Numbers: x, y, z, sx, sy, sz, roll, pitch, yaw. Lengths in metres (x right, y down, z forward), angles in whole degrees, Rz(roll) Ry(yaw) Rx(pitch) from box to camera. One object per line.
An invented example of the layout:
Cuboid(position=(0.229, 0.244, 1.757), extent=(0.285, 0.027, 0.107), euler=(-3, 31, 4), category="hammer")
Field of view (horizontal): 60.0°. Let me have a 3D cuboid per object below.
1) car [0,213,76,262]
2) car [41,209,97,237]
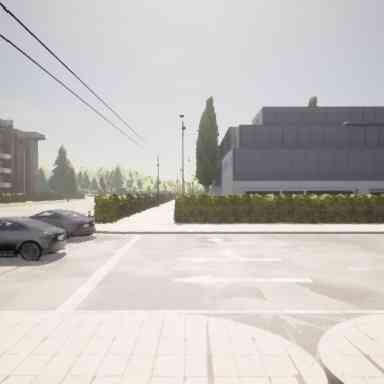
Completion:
Cuboid(position=(-6.553, 1.564, 11.493), extent=(4.181, 1.385, 1.994), euler=(0, 0, -1), category="car")
Cuboid(position=(-6.815, 1.564, 16.440), extent=(4.181, 1.385, 1.994), euler=(0, 0, 22), category="car")
